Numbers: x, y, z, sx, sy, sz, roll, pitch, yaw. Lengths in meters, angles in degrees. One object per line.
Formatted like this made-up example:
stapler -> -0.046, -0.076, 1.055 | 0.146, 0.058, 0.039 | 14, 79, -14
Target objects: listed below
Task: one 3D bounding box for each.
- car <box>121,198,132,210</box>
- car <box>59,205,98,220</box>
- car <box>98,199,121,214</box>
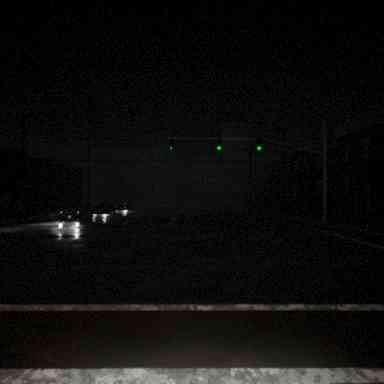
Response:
car -> -10.554, 1.787, 50.598 | 2.097, 1.767, 4.553 | 0, 0, 0
car -> -10.569, 1.867, 30.886 | 1.895, 1.301, 4.718 | 0, 0, 0
car -> -10.569, 1.897, 40.610 | 2.033, 1.411, 5.357 | 0, 0, 0
